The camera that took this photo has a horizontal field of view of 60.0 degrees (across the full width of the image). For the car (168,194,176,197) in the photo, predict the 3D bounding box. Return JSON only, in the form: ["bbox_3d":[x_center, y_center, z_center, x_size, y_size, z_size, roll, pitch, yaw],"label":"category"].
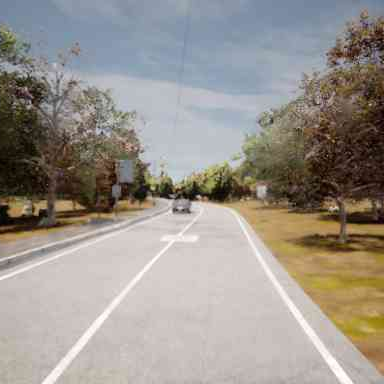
[{"bbox_3d":[-4.484,1.265,76.552,2.128,1.511,4.902,1,0,-12],"label":"car"}]

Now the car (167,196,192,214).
[{"bbox_3d":[-0.998,1.477,35.045,2.128,1.511,4.902,0,0,4],"label":"car"}]
